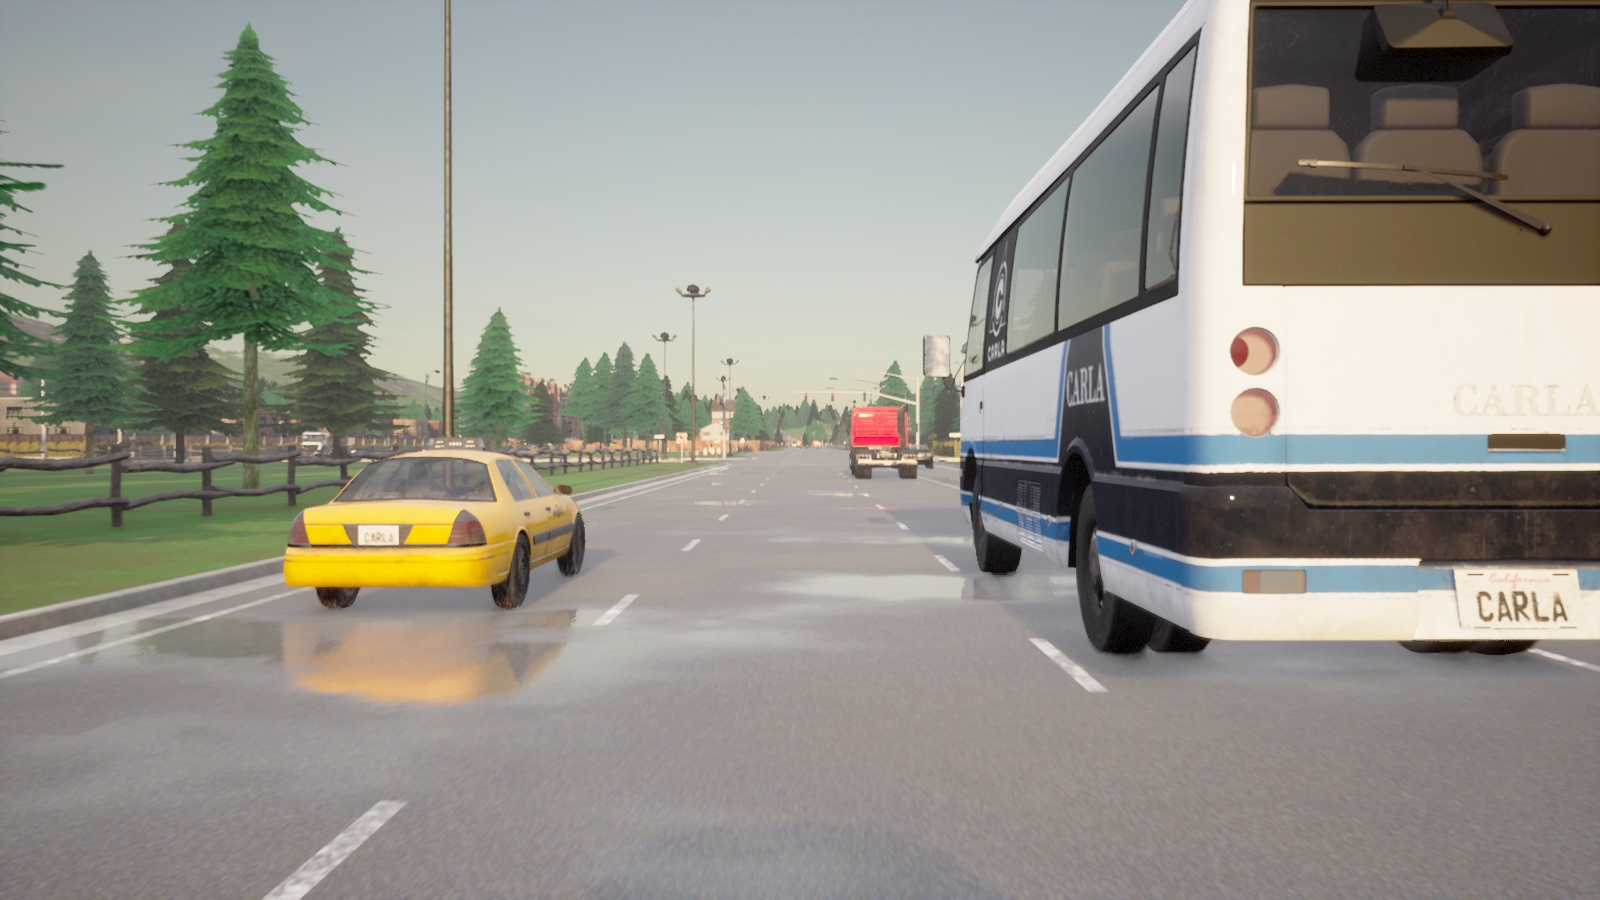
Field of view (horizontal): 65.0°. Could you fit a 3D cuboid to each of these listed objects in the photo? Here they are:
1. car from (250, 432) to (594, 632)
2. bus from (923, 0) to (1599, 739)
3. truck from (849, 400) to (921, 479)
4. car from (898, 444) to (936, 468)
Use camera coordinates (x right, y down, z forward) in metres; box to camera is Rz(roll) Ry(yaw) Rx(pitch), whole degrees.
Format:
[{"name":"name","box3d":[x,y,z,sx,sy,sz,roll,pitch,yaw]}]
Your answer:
[{"name":"car","box3d":[-3.413,0.632,12.569,1.801,1.575,5.366,0,0,0]},{"name":"bus","box3d":[3.583,-0.673,11.531,3.944,4.253,10.273,0,0,0]},{"name":"truck","box3d":[3.853,-0.470,58.820,2.891,3.462,7.936,0,0,0]},{"name":"car","box3d":[7.476,0.374,80.439,2.007,1.525,4.514,0,0,0]}]
